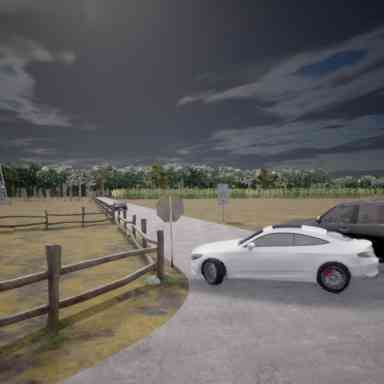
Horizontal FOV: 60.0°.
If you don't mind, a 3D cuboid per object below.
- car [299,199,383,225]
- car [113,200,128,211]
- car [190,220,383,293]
[{"bbox_3d":[5.101,1.223,9.781,2.150,2.045,5.566,-2,0,-39],"label":"car"},{"bbox_3d":[-10.749,1.976,49.474,2.033,1.411,5.357,-2,0,-18],"label":"car"},{"bbox_3d":[2.250,1.610,8.774,4.674,1.442,1.812,-2,0,18],"label":"car"}]
